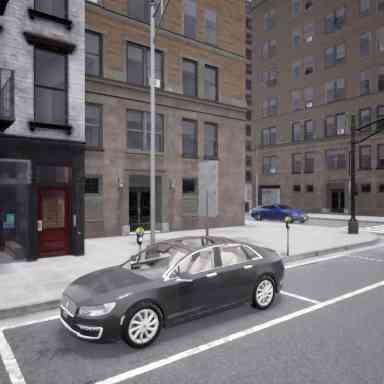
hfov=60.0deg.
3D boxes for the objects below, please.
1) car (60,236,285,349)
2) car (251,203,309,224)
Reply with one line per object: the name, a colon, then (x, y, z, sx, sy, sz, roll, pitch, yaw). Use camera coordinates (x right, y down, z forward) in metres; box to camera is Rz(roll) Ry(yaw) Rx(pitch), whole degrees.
car: (-0.109, 1.550, 6.175, 4.403, 1.369, 2.008, 0, 0, -37)
car: (6.630, 1.610, 25.591, 1.812, 1.442, 4.674, 0, 0, -39)
